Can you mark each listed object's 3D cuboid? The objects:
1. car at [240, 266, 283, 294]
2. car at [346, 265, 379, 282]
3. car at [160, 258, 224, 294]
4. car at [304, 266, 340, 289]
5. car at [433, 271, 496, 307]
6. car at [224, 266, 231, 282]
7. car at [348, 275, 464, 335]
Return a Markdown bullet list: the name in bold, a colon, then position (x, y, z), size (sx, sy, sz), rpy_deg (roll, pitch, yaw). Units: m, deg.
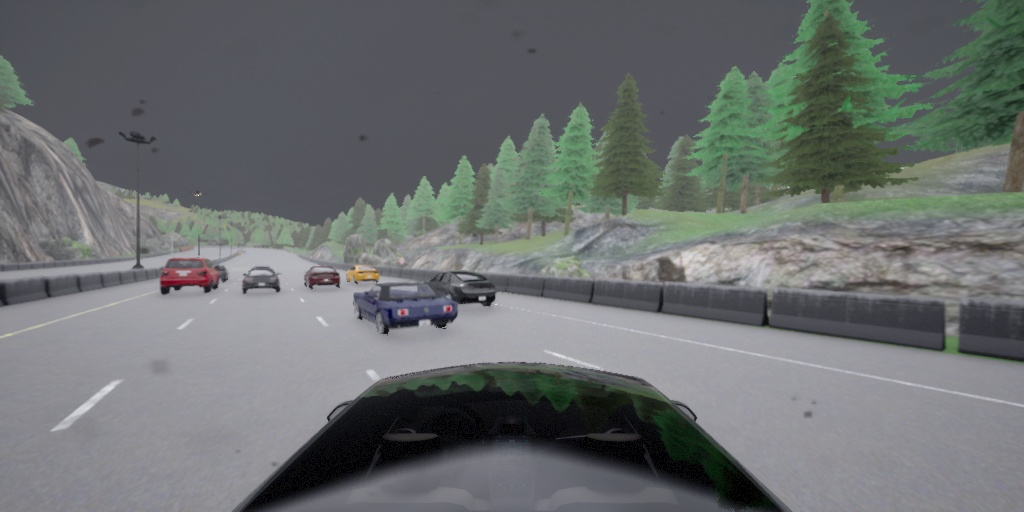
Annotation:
- **car**: position (-15.586, 1.475, 22.363), size (1.812, 1.442, 4.674), rpy_deg (1, -1, -34)
- **car**: position (-12.801, 1.527, 30.643), size (1.882, 1.535, 5.008), rpy_deg (1, -1, -35)
- **car**: position (-19.600, 1.156, 22.005), size (2.150, 2.045, 5.566), rpy_deg (1, -1, -33)
- **car**: position (-13.715, 1.470, 25.814), size (1.882, 1.535, 5.008), rpy_deg (1, -1, -35)
- **car**: position (-2.511, 1.408, 15.764), size (1.837, 1.490, 4.892), rpy_deg (1, -1, -35)
- **car**: position (-26.521, 1.527, 32.026), size (2.128, 1.511, 4.902), rpy_deg (1, -1, -35)
- **car**: position (-3.486, 1.449, 11.018), size (1.895, 1.301, 4.718), rpy_deg (1, -1, -35)
